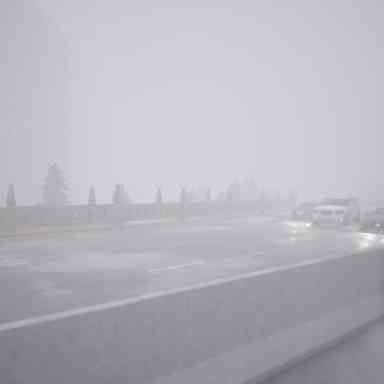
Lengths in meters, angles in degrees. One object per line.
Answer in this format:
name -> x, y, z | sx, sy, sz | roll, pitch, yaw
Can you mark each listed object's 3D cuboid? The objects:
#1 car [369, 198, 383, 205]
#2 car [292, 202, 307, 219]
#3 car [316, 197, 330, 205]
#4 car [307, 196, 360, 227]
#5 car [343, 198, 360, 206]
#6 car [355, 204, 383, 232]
car -> 31.355, 1.752, 56.179 | 1.812, 1.442, 4.674 | 0, 0, 17
car -> 10.394, 1.617, 29.495 | 2.128, 1.511, 4.902 | 0, 0, 36
car -> 26.825, 1.753, 68.183 | 1.882, 1.535, 5.008 | 0, 0, 11
car -> 10.517, 1.320, 23.947 | 2.150, 2.045, 5.566 | 0, 0, 39
car -> 28.872, 1.780, 60.450 | 1.994, 1.385, 4.181 | 0, 0, 14
car -> 11.462, 1.643, 19.728 | 1.994, 1.385, 4.181 | 0, 0, 41
